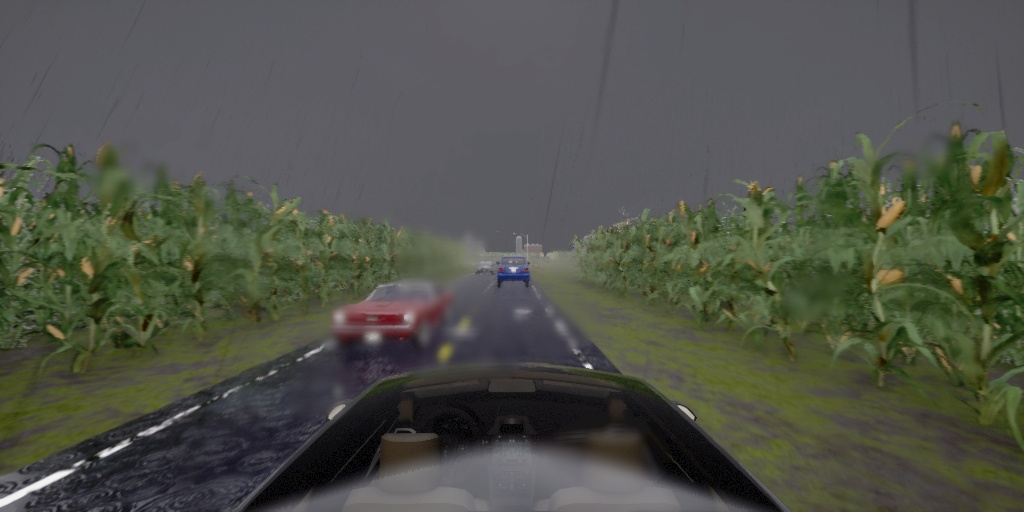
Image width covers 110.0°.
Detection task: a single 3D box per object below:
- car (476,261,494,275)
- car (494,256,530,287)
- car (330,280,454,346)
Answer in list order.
[{"bbox_3d":[-2.836,1.256,39.332,1.837,1.490,4.892,0,0,0],"label":"car"},{"bbox_3d":[0.103,0.981,24.907,2.150,2.045,5.566,0,0,0],"label":"car"},{"bbox_3d":[-2.825,1.355,9.530,1.895,1.301,4.718,0,0,0],"label":"car"}]
